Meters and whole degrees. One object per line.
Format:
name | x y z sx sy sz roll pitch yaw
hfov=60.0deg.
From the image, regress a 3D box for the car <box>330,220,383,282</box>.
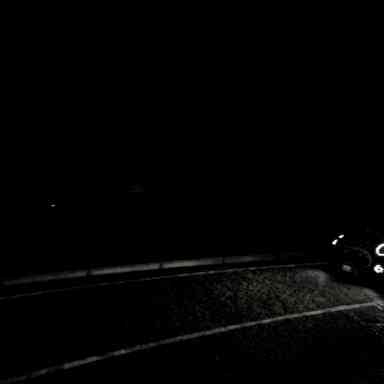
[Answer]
car | 6.074 1.330 8.940 4.553 1.767 2.097 0 0 -14
